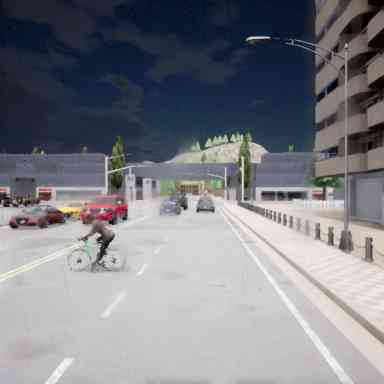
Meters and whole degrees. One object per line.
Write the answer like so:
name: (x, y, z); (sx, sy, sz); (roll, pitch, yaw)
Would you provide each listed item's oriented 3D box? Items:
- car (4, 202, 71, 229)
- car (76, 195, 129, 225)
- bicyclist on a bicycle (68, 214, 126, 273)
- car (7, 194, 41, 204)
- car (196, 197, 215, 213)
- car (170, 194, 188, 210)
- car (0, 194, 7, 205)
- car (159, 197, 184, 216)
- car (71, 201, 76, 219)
car: (-9.792, 1.564, 21.371); (1.994, 1.385, 4.181); (0, 0, 3)
car: (-6.168, 1.223, 24.251); (2.150, 2.045, 5.566); (0, 0, 3)
bicyclist on a bicycle: (-2.666, 1.453, 9.281); (1.656, 1.620, 0.582); (-1, 0, 2)
car: (-22.748, 1.153, 45.727); (1.932, 1.855, 4.605); (0, 0, 3)
car: (1.523, 1.564, 37.033); (1.994, 1.385, 4.181); (0, 0, 4)
car: (-1.721, 1.221, 42.577); (2.150, 2.045, 5.566); (0, 0, 3)
car: (-25.636, 1.156, 45.912); (1.905, 1.878, 3.866); (0, 0, 3)
car: (-2.111, 1.526, 32.912); (1.812, 1.442, 4.674); (0, 0, 2)
car: (-9.442, 1.498, 27.578); (1.882, 1.535, 5.008); (0, 0, 2)
